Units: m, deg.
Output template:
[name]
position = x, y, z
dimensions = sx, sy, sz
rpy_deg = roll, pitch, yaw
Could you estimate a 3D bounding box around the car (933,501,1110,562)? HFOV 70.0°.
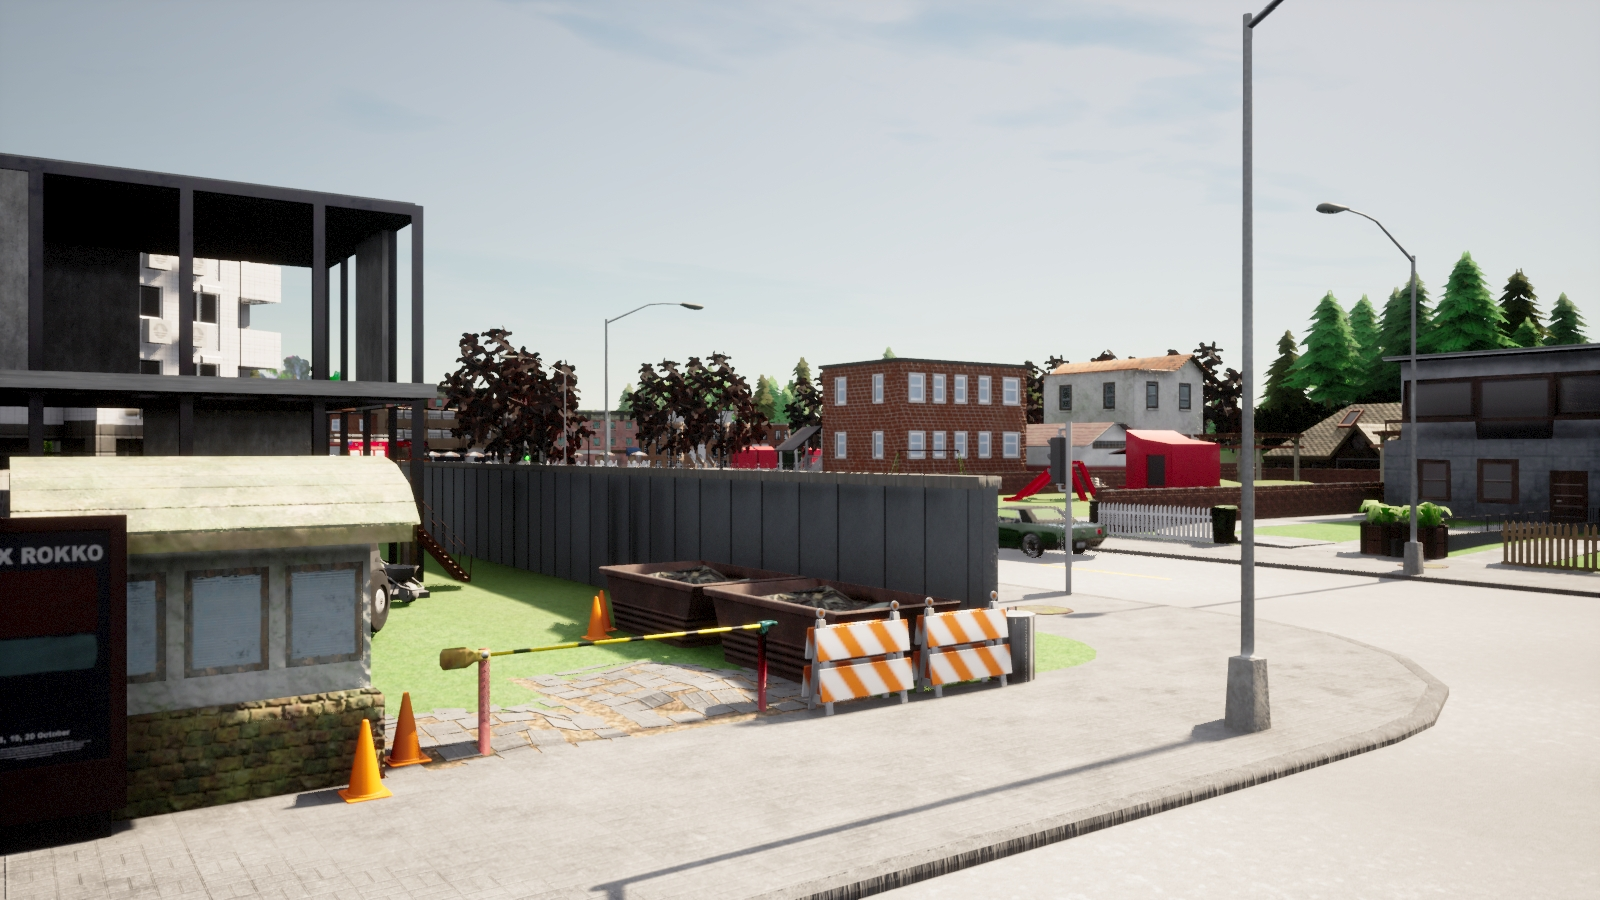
[car]
position = 5.908, 2.146, 31.024
dimensions = 1.895, 1.301, 4.718
rpy_deg = 0, 0, -35
